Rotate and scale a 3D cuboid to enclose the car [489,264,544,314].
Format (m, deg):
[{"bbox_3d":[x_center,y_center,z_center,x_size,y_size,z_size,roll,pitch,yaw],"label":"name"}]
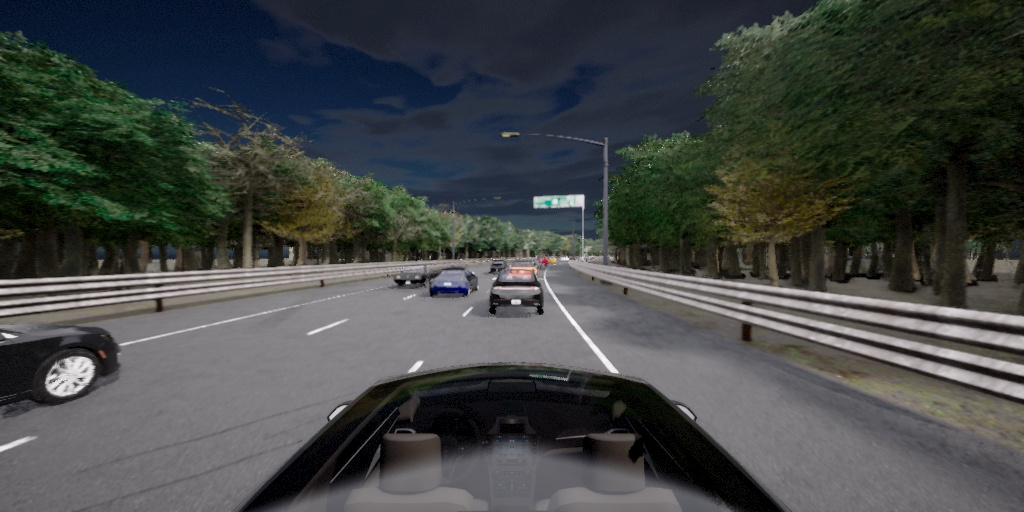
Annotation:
[{"bbox_3d":[0.209,1.243,13.812,2.128,1.511,4.902,0,0,2],"label":"car"}]

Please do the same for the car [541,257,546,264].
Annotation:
[{"bbox_3d":[3.739,1.282,56.083,2.033,1.411,5.357,0,0,8],"label":"car"}]

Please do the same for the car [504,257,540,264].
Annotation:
[{"bbox_3d":[0.839,1.100,26.918,2.097,1.767,4.553,0,0,4],"label":"car"}]

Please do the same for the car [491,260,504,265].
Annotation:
[{"bbox_3d":[-1.355,1.242,41.754,1.837,1.490,4.892,0,0,6],"label":"car"}]

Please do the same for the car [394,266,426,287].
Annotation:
[{"bbox_3d":[-6.257,1.332,24.318,1.895,1.301,4.718,1,0,3],"label":"car"}]

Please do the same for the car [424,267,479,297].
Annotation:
[{"bbox_3d":[-2.974,1.307,19.039,1.994,1.385,4.181,0,0,3],"label":"car"}]

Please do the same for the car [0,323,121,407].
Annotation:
[{"bbox_3d":[-6.885,1.241,3.392,1.837,1.490,4.892,0,0,0],"label":"car"}]
